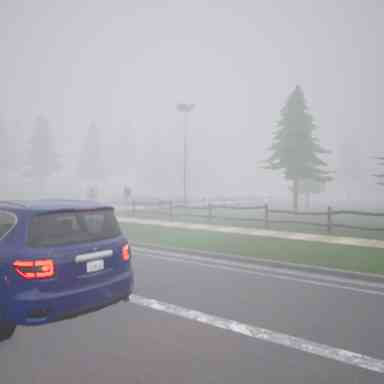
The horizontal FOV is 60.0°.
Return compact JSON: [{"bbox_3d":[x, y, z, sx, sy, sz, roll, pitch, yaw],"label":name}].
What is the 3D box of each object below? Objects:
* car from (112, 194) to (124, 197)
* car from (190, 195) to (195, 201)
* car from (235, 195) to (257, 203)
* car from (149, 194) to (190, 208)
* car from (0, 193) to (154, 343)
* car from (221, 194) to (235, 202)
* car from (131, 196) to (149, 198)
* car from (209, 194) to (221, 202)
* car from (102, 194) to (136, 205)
[{"bbox_3d":[-8.335,1.209,46.876,2.033,1.411,5.357,1,0,35],"label":"car"},{"bbox_3d":[-1.423,1.117,62.788,2.128,1.511,4.902,1,0,35],"label":"car"},{"bbox_3d":[10.354,1.237,61.258,1.837,1.490,4.892,1,0,35],"label":"car"},{"bbox_3d":[-2.821,1.209,42.548,1.882,1.535,5.008,1,0,35],"label":"car"},{"bbox_3d":[-3.592,1.156,6.497,5.566,2.045,2.150,1,0,36],"label":"car"},{"bbox_3d":[7.925,1.259,63.878,1.994,1.385,4.181,1,0,36],"label":"car"},{"bbox_3d":[-5.740,1.260,44.481,1.994,1.385,4.181,1,0,35],"label":"car"},{"bbox_3d":[5.195,1.153,66.070,2.128,1.511,4.902,1,0,35],"label":"car"},{"bbox_3d":[-10.787,1.118,49.463,2.128,1.511,4.902,1,0,35],"label":"car"}]
